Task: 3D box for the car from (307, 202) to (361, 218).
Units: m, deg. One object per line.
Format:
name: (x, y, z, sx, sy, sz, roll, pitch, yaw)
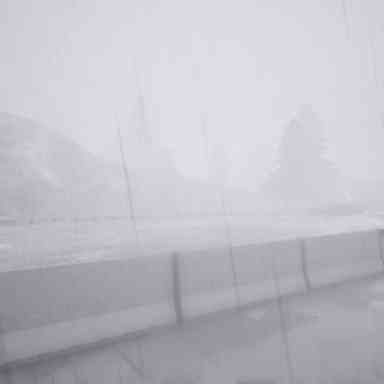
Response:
car: (13.585, 1.630, 31.657, 5.357, 1.411, 2.033, 0, 0, -25)
